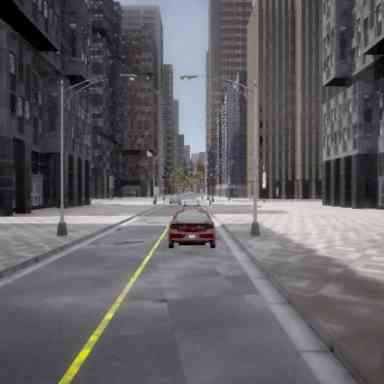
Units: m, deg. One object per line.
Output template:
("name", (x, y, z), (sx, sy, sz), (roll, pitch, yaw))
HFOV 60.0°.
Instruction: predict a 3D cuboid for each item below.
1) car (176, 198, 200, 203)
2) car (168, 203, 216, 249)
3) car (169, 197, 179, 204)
("car", (0.000, 1.486, 29.650), (2.128, 1.511, 4.902), (0, 0, 0))
("car", (0.000, 1.481, 14.651), (1.882, 1.535, 5.008), (0, 0, 0))
("car", (-3.000, 1.565, 60.649), (1.994, 1.385, 4.181), (0, 0, 0))
